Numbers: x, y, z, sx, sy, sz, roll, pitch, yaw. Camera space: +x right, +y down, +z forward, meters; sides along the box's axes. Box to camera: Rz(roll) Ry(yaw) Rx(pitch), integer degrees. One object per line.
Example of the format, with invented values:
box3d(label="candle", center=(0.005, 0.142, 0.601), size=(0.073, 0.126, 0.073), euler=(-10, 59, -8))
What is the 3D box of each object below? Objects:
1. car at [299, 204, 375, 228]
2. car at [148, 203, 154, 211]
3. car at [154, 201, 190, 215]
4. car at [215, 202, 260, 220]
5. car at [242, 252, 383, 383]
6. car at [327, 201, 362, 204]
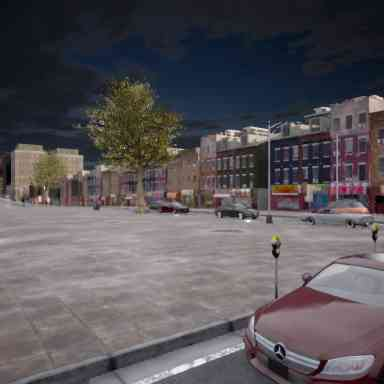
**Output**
box3d(label="car", center=(9.890, 1.730, 22.972), size=(1.895, 1.301, 4.718), euler=(0, -1, -36))
box3d(label="car", center=(-4.678, 2.068, 48.369), size=(2.128, 1.511, 4.902), euler=(0, -1, -36))
box3d(label="car", center=(-2.212, 1.901, 39.879), size=(1.882, 1.535, 5.008), euler=(0, -1, -36))
box3d(label="car", center=(4.135, 1.758, 31.009), size=(1.837, 1.490, 4.892), euler=(0, -1, -36))
box3d(label="car", center=(2.595, 1.582, 4.653), size=(4.206, 1.307, 1.802), euler=(0, 0, -35))
box3d(label="car", center=(11.273, 1.499, 26.008), size=(2.097, 1.767, 4.553), euler=(0, -1, -36))
